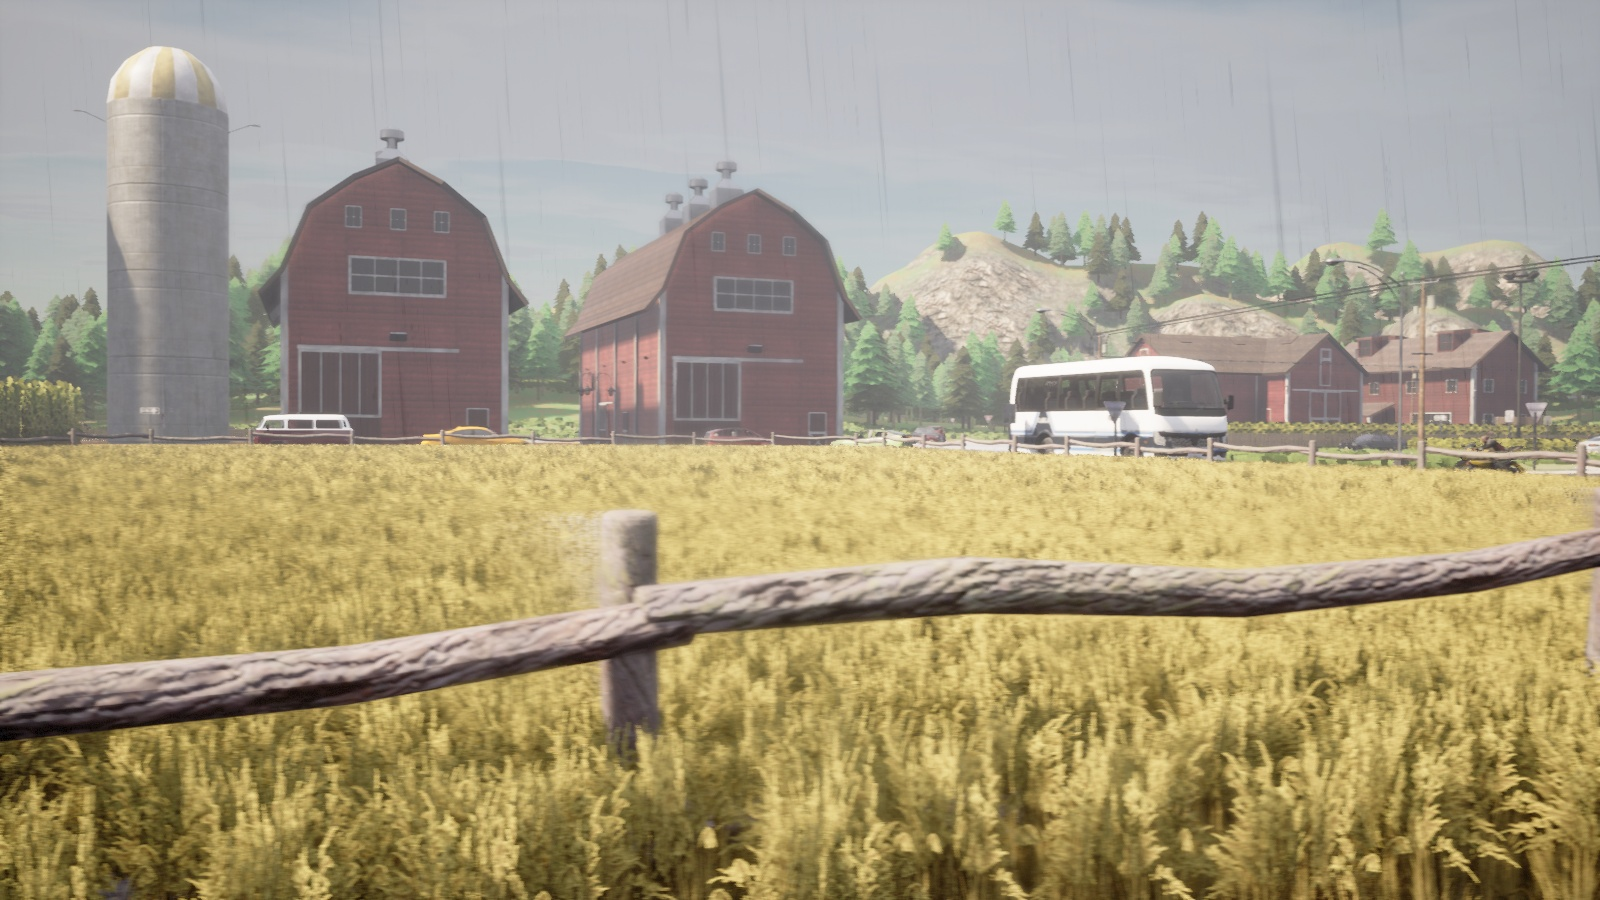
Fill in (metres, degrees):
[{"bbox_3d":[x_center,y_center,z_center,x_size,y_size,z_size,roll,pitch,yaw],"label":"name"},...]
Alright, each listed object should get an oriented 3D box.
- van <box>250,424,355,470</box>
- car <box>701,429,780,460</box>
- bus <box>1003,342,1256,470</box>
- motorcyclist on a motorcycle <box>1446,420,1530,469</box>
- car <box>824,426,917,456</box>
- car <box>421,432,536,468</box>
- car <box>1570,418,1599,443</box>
[{"bbox_3d":[-23.512,-0.154,59.351,4.480,2.038,2.069,-1,1,-24],"label":"van"},{"bbox_3d":[-3.045,-0.295,64.329,3.705,1.549,1.789,-1,1,-17],"label":"car"},{"bbox_3d":[12.056,-1.570,47.497,3.944,4.253,10.273,-1,1,-21],"label":"bus"},{"bbox_3d":[22.094,-0.179,40.341,2.191,1.530,0.866,-1,-1,4],"label":"motorcyclist on a motorcycle"},{"bbox_3d":[3.767,-0.485,67.390,4.514,1.525,2.007,-1,1,28],"label":"car"},{"bbox_3d":[-15.166,-0.022,59.273,5.008,1.535,1.882,-1,1,-24],"label":"car"},{"bbox_3d":[48.217,-1.175,74.064,4.674,1.442,1.812,-1,1,-7],"label":"car"}]
